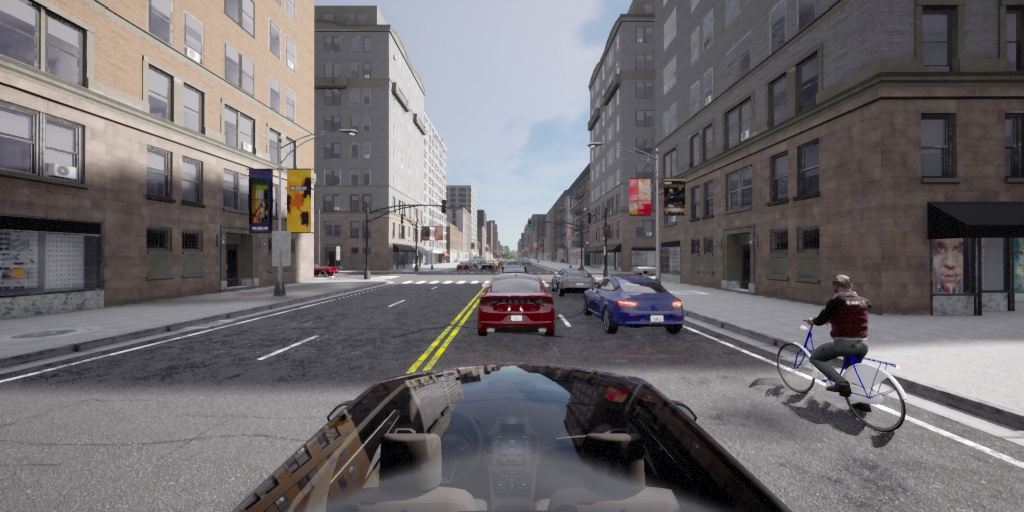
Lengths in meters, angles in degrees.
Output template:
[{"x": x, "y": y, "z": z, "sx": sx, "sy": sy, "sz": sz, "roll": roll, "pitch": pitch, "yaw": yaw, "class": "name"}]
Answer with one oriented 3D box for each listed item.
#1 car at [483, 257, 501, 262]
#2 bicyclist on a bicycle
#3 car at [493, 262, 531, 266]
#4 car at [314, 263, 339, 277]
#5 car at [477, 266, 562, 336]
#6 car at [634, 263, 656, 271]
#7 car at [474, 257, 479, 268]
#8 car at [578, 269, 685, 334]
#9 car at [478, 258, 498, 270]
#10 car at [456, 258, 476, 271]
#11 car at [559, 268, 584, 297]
[{"x": -3.320, "y": 1.246, "z": 59.789, "sx": 1.882, "sy": 1.535, "sz": 5.008, "roll": 0, "pitch": 0, "yaw": 0, "class": "car"}, {"x": 4.147, "y": 1.121, "z": 4.704, "sx": 0.659, "sy": 1.776, "sz": 1.843, "roll": 0, "pitch": 0, "yaw": 0, "class": "bicyclist on a bicycle"}, {"x": 0.105, "y": 1.258, "z": 19.911, "sx": 1.837, "sy": 1.490, "sz": 4.892, "roll": 0, "pitch": 0, "yaw": 0, "class": "car"}, {"x": -19.264, "y": 1.335, "z": 34.320, "sx": 4.718, "sy": 1.301, "sz": 1.895, "roll": 0, "pitch": 0, "yaw": -2, "class": "car"}, {"x": 0.104, "y": 1.229, "z": 10.428, "sx": 1.882, "sy": 1.535, "sz": 5.008, "roll": 0, "pitch": 0, "yaw": 0, "class": "car"}, {"x": 15.059, "y": 1.410, "z": 37.133, "sx": 4.718, "sy": 1.301, "sz": 1.895, "roll": 0, "pitch": 0, "yaw": 1, "class": "car"}, {"x": -6.574, "y": 1.274, "z": 59.451, "sx": 1.837, "sy": 1.490, "sz": 4.892, "roll": 0, "pitch": 0, "yaw": 0, "class": "car"}, {"x": 3.348, "y": 1.277, "z": 10.564, "sx": 1.812, "sy": 1.442, "sz": 4.674, "roll": 0, "pitch": 0, "yaw": 0, "class": "car"}, {"x": -3.333, "y": 1.367, "z": 50.397, "sx": 1.895, "sy": 1.301, "sz": 4.718, "roll": 0, "pitch": 0, "yaw": 0, "class": "car"}, {"x": -6.594, "y": 1.367, "z": 50.349, "sx": 1.895, "sy": 1.301, "sz": 4.718, "roll": 0, "pitch": 0, "yaw": 0, "class": "car"}, {"x": 3.255, "y": 1.317, "z": 19.163, "sx": 1.994, "sy": 1.385, "sz": 4.181, "roll": 0, "pitch": 0, "yaw": 0, "class": "car"}]
